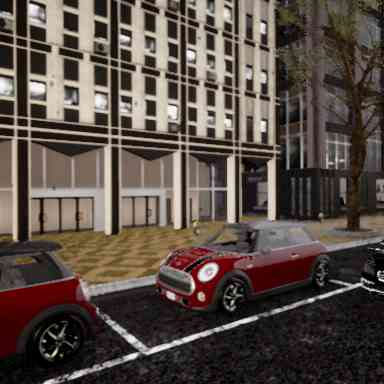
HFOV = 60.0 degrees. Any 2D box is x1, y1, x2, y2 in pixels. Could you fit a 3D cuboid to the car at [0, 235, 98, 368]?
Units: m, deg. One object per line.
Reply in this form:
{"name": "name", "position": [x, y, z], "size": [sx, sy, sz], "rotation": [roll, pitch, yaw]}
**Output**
{"name": "car", "position": [-3.414, 1.442, 4.129], "size": [4.097, 1.590, 1.967], "rotation": [0, 0, -35]}

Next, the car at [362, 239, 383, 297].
{"name": "car", "position": [5.716, 1.475, 7.454], "size": [4.892, 1.490, 1.837], "rotation": [0, 0, -35]}

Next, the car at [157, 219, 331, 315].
{"name": "car", "position": [1.226, 1.423, 7.438], "size": [4.097, 1.590, 1.967], "rotation": [0, 0, -35]}
